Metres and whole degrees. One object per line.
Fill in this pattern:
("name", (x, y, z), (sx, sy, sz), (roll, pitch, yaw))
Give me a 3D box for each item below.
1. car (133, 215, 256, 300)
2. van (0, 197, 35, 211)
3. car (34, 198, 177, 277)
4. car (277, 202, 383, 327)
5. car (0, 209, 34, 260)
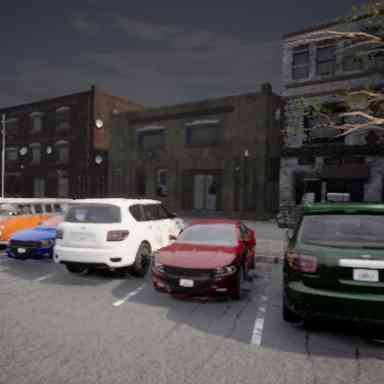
("car", (0.570, 1.480, 8.698), (2.097, 1.535, 5.008), (1, -1, 16))
("van", (-6.794, 1.249, 13.829), (1.878, 1.987, 4.442), (1, -1, 15))
("car", (-1.872, 1.228, 10.474), (2.435, 2.045, 5.566), (0, -1, 16))
("car", (3.016, 1.231, 6.979), (2.435, 2.045, 5.566), (0, -1, 16))
("car", (-4.319, 1.477, 12.193), (2.097, 1.535, 5.008), (1, -1, 16))
